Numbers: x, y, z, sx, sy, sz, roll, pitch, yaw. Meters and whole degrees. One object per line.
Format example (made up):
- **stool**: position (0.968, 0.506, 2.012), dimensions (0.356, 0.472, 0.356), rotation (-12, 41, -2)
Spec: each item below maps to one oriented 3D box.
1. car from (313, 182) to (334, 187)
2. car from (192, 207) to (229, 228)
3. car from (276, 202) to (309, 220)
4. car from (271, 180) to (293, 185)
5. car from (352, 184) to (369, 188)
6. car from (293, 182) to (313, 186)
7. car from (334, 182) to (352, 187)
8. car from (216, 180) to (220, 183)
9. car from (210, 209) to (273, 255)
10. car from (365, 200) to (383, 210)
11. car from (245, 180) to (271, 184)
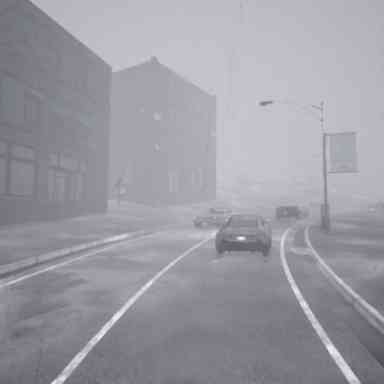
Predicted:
- **car**: position (30.282, -1.556, 79.086), dimensions (5.008, 1.535, 2.097), rotation (2, -5, -17)
- **car**: position (1.691, 1.756, 23.498), dimensions (1.895, 1.301, 4.718), rotation (-2, -1, 24)
- **car**: position (8.873, 1.583, 29.228), dimensions (1.882, 1.535, 5.008), rotation (-3, -2, 30)
- **car**: position (19.633, -1.869, 75.982), dimensions (4.892, 1.521, 2.231), rotation (1, -5, -15)
- **car**: position (40.930, -1.166, 82.701), dimensions (4.792, 1.488, 2.163), rotation (2, -5, -19)
- **car**: position (24.974, -1.680, 77.474), dimensions (4.674, 1.452, 2.002), rotation (2, -5, -16)
- **car**: position (35.532, -1.509, 80.809), dimensions (4.553, 1.767, 2.185), rotation (2, -5, -18)
- **car**: position (3.702, -2.335, 71.864), dimensions (4.553, 1.767, 2.185), rotation (1, -5, -15)
- **car**: position (2.219, 1.593, 13.555), dimensions (1.994, 1.385, 4.181), rotation (-1, 0, 15)
- **car**: position (30.620, 2.096, 54.015), dimensions (5.357, 1.411, 2.033), rotation (0, -4, -26)
- **car**: position (14.293, -1.992, 74.593), dimensions (4.892, 1.521, 2.231), rotation (1, -5, -15)
